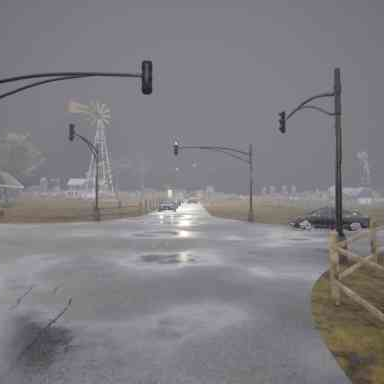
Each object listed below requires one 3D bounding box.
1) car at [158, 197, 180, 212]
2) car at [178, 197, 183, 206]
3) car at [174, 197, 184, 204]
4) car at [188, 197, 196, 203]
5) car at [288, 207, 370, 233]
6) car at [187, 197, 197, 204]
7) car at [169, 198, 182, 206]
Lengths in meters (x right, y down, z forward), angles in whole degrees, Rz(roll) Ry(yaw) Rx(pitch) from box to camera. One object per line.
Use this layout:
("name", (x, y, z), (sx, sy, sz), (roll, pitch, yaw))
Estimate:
("car", (-2.875, 1.660, 39.747), (1.994, 1.385, 4.181), (0, 0, 0))
("car", (-2.878, 1.630, 48.489), (2.128, 1.511, 4.902), (0, 0, 0))
("car", (-2.786, 1.754, 71.751), (2.033, 1.411, 5.357), (0, 0, 0))
("car", (-0.037, 1.859, 79.091), (1.812, 1.442, 4.674), (0, 0, 0))
("car", (8.636, 1.718, 21.081), (4.892, 1.490, 1.837), (1, -1, 11))
("car", (0.060, 1.788, 69.079), (1.812, 1.442, 4.674), (0, 0, 0))
("car", (-2.863, 1.795, 58.470), (1.895, 1.301, 4.718), (0, 0, 0))
